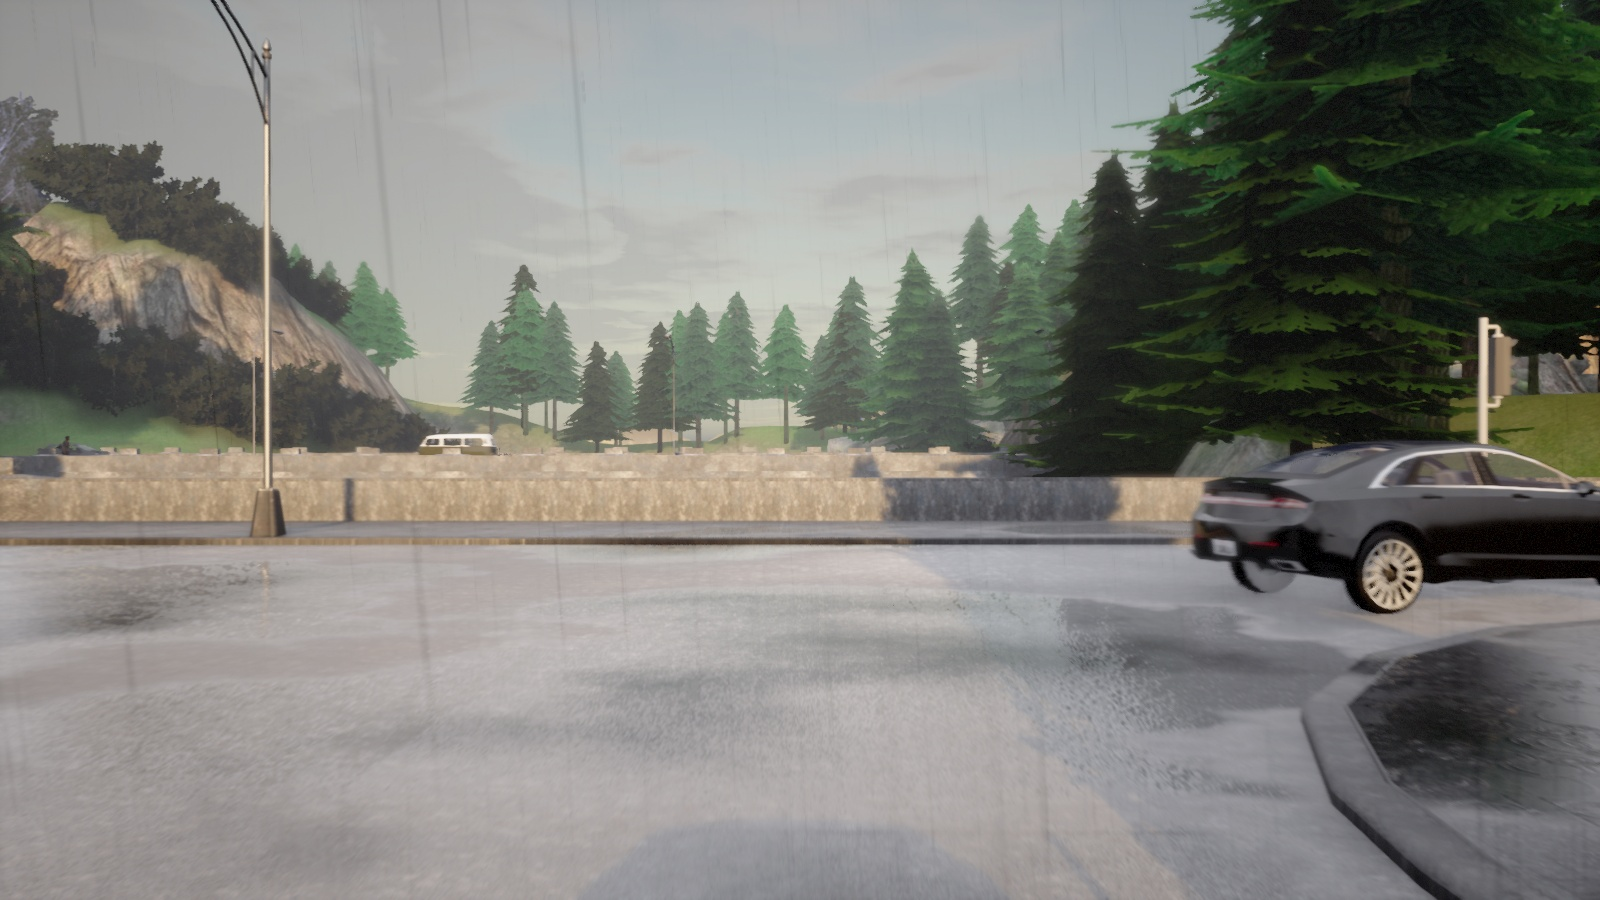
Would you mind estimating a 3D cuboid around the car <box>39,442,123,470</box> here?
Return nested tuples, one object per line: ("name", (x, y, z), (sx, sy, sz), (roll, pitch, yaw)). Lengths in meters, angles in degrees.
("car", (-40.014, 0.334, 69.935), (3.633, 1.501, 1.845), (0, 0, 0))

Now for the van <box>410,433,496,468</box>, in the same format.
("van", (-20.344, 0.037, 73.830), (4.480, 2.038, 2.069), (0, 0, 0))

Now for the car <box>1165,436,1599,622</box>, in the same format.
("car", (6.220, 0.639, 11.961), (4.902, 1.511, 2.128), (0, 0, -17))
